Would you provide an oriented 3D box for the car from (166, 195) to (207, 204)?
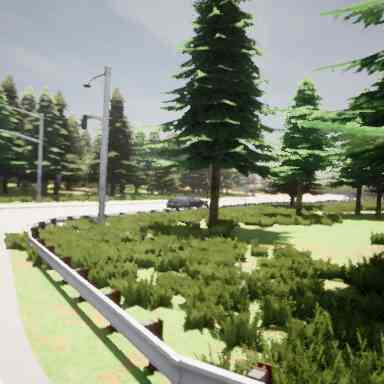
[{"bbox_3d":[-0.362,1.030,32.944,2.033,1.411,5.357,4,2,34],"label":"car"}]
